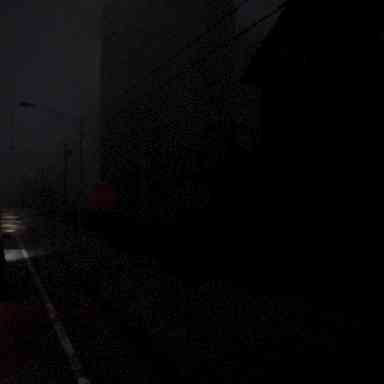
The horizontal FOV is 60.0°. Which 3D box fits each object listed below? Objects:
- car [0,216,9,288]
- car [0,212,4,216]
[{"bbox_3d":[-6.127,1.614,9.006,1.837,1.490,4.892,2,-2,-30],"label":"car"},{"bbox_3d":[-13.615,1.751,21.888,1.882,1.535,5.008,2,-2,-30],"label":"car"}]
